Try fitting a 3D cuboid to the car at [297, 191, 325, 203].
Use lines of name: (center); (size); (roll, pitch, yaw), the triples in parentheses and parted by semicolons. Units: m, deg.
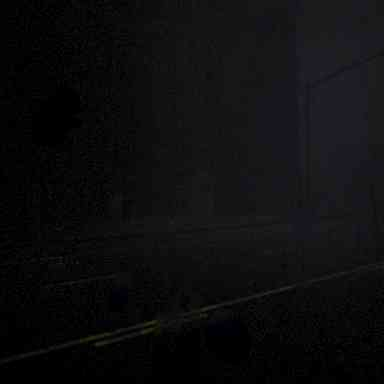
car: (15.147, 0.566, 42.279); (3.806, 1.475, 1.970); (-3, 2, -35)
